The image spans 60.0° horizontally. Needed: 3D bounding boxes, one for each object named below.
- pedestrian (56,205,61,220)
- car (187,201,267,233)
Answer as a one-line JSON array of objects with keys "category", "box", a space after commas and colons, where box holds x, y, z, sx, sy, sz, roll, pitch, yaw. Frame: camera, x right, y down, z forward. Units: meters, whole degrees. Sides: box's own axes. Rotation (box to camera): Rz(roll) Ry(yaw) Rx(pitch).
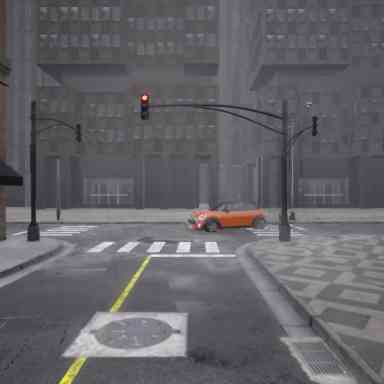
[{"category": "pedestrian", "box": [-9.825, 1.533, 24.453, 0.500, 1.100, 0.500, 0, 0, 1]}, {"category": "car", "box": [2.006, 1.345, 19.464, 4.553, 1.767, 2.097, 0, 0, -22]}]
